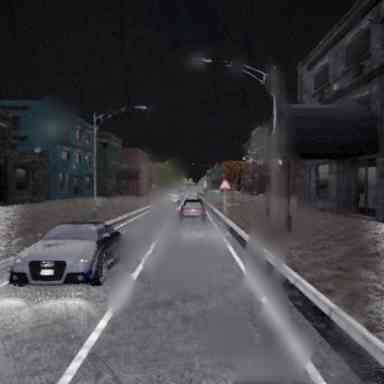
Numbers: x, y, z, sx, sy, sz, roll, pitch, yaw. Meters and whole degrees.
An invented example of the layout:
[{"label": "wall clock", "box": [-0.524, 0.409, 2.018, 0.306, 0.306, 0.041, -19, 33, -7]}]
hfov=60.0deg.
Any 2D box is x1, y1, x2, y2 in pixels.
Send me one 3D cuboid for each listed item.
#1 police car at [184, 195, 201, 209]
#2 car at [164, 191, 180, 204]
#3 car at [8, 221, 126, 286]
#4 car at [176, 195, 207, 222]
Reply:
[{"label": "police car", "box": [0.075, 1.206, 42.581, 2.038, 1.542, 4.974, 0, 2, 0]}, {"label": "car", "box": [-3.095, 0.845, 52.345, 2.150, 2.045, 5.566, 0, 1, 1]}, {"label": "car", "box": [-3.106, 1.522, 9.127, 1.994, 1.385, 4.181, 0, 0, 0]}, {"label": "car", "box": [0.082, 1.293, 25.203, 2.033, 1.649, 4.856, 0, 1, 0]}]
